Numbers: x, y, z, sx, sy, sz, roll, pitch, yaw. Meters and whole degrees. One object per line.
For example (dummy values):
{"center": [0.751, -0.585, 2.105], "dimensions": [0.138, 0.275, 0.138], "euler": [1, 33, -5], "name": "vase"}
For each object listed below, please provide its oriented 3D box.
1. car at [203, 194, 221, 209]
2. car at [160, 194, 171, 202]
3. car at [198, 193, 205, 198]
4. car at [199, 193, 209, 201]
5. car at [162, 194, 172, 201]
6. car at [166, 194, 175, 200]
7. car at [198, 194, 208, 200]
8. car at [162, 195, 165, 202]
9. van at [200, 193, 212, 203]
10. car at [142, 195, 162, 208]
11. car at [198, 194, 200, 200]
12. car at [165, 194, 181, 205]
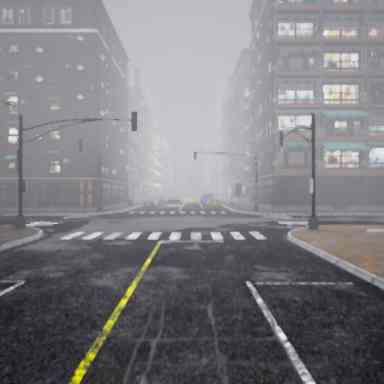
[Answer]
{"center": [2.700, 1.306, 41.239], "dimensions": [1.752, 1.417, 4.829], "euler": [1, 0, 0], "name": "car"}
{"center": [-5.311, 1.191, 66.155], "dimensions": [1.752, 1.417, 4.829], "euler": [1, 0, 0], "name": "car"}
{"center": [2.566, 1.094, 94.663], "dimensions": [1.887, 1.381, 4.507], "euler": [1, 0, 0], "name": "car"}
{"center": [2.570, 1.080, 72.038], "dimensions": [1.967, 1.590, 4.097], "euler": [1, 0, 0], "name": "car"}
{"center": [-5.312, 1.222, 71.983], "dimensions": [1.802, 1.307, 4.206], "euler": [1, 0, 0], "name": "car"}
{"center": [-5.313, 1.144, 83.299], "dimensions": [2.008, 1.369, 4.403], "euler": [1, 0, 0], "name": "car"}
{"center": [2.568, 1.167, 77.695], "dimensions": [2.008, 1.369, 4.403], "euler": [1, 0, 0], "name": "car"}
{"center": [-5.312, 1.272, 60.668], "dimensions": [1.802, 1.307, 4.206], "euler": [1, 0, 0], "name": "car"}
{"center": [2.604, 1.056, 55.072], "dimensions": [1.690, 1.788, 3.998], "euler": [1, 0, 0], "name": "van"}
{"center": [-5.439, 1.319, 43.694], "dimensions": [2.008, 1.369, 4.403], "euler": [1, 0, 0], "name": "car"}
{"center": [2.572, 1.005, 60.725], "dimensions": [2.192, 1.841, 5.009], "euler": [1, 0, 0], "name": "car"}
{"center": [-2.754, 1.291, 52.501], "dimensions": [1.994, 1.385, 4.181], "euler": [0, 0, 0], "name": "car"}
